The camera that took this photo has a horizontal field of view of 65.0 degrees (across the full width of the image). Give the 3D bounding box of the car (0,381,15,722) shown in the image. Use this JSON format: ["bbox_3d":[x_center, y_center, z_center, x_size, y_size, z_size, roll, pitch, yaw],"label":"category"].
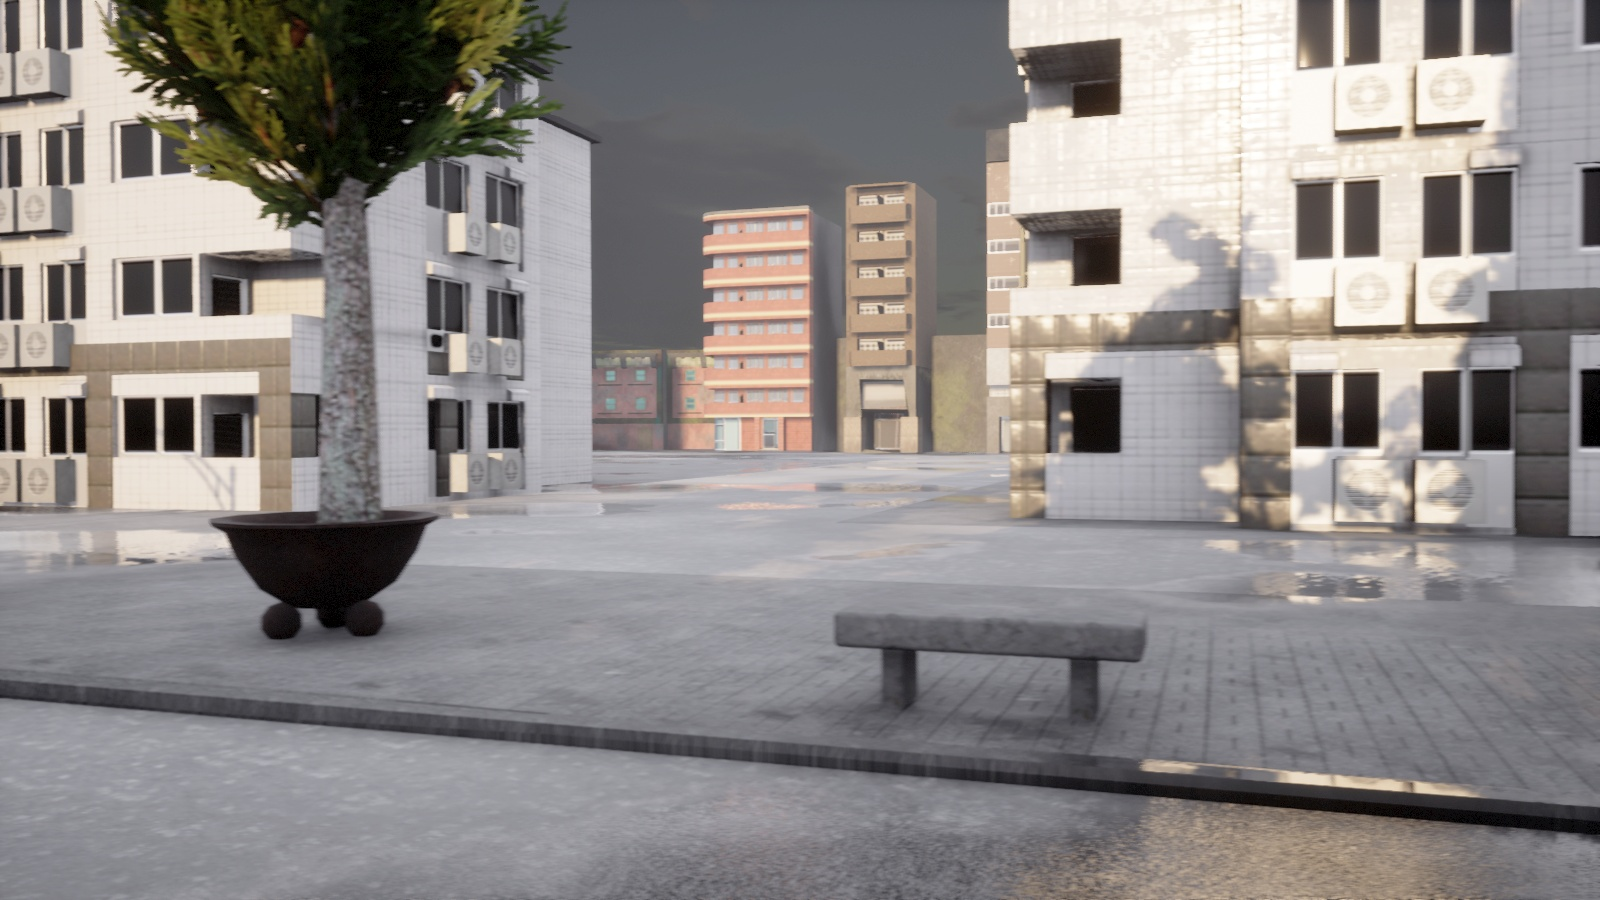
[{"bbox_3d":[-6.572,0.486,5.925,5.027,1.651,2.152,1,1,19],"label":"car"}]
